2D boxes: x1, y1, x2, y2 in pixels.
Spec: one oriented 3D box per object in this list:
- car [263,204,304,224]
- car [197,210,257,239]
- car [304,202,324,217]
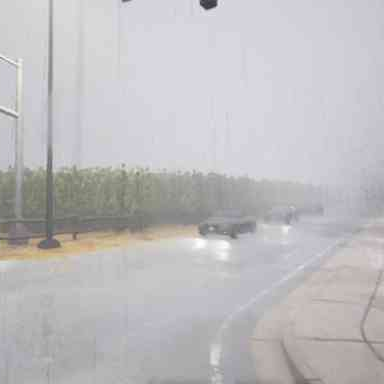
[{"bbox_3d":[7.230,1.699,26.604,1.812,1.442,4.674,0,0,32],"label":"car"},{"bbox_3d":[2.012,1.669,18.189,1.994,1.385,4.181,0,0,32],"label":"car"},{"bbox_3d":[12.708,1.792,35.479,2.033,1.411,5.357,0,0,32],"label":"car"}]
